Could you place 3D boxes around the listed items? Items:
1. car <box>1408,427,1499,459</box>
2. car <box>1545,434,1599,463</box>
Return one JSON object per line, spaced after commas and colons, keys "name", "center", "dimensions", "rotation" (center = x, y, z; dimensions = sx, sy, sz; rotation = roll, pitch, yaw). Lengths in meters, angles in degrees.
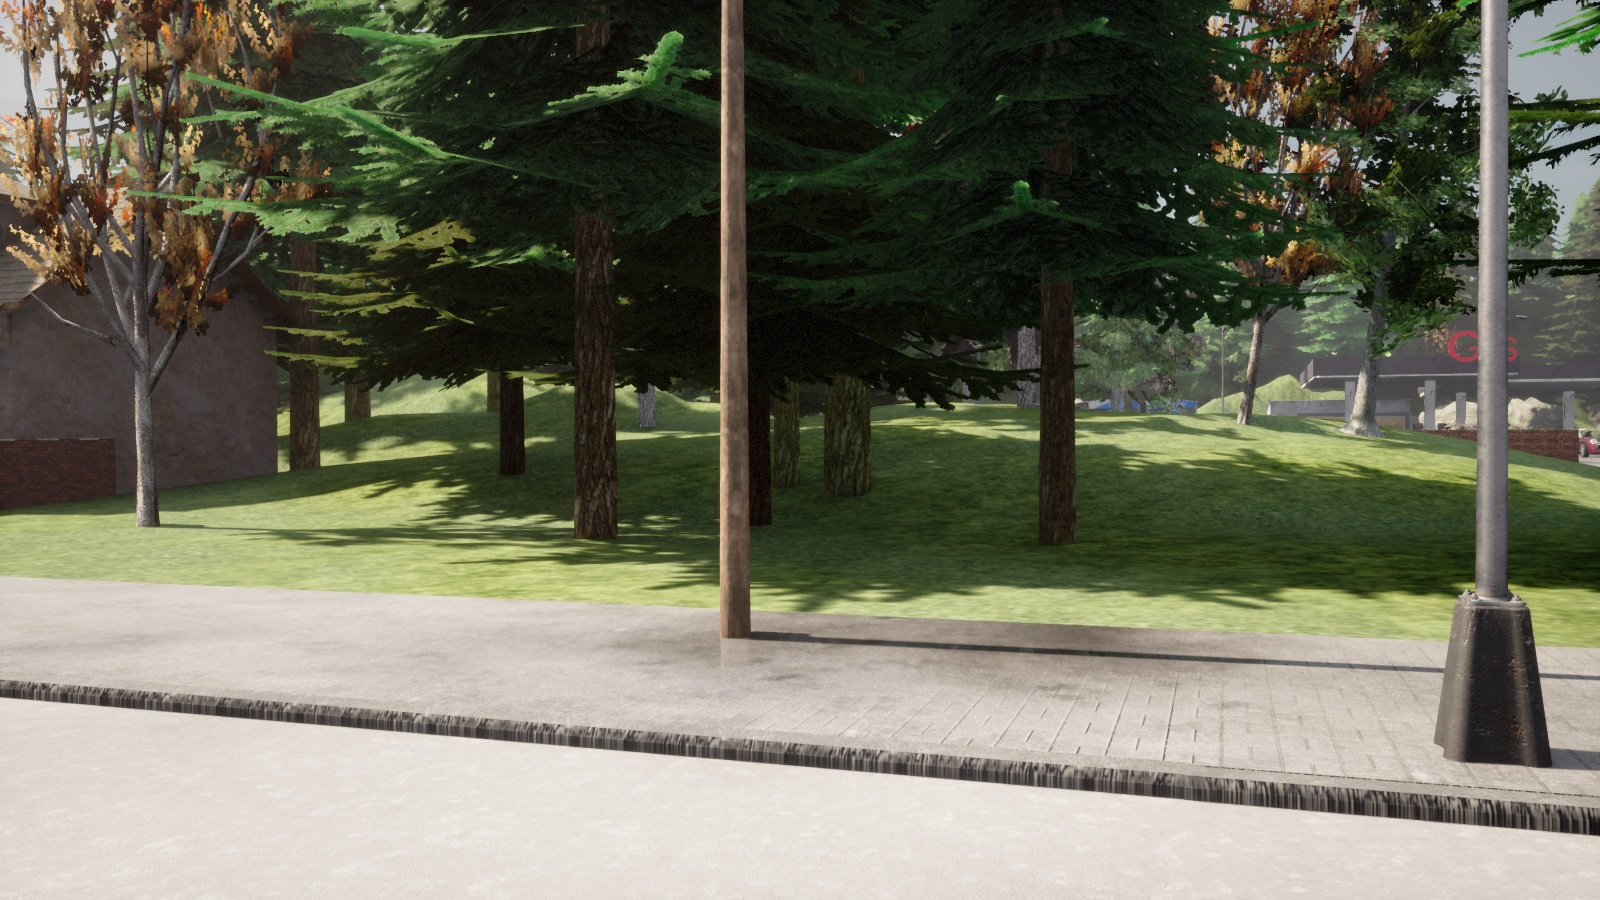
{"name": "car", "center": [39.803, -0.431, 76.496], "dimensions": [4.605, 1.855, 1.932], "rotation": [1, 1, 38]}
{"name": "car", "center": [40.964, -0.101, 65.411], "dimensions": [1.970, 1.475, 3.806], "rotation": [0, 1, -1]}
